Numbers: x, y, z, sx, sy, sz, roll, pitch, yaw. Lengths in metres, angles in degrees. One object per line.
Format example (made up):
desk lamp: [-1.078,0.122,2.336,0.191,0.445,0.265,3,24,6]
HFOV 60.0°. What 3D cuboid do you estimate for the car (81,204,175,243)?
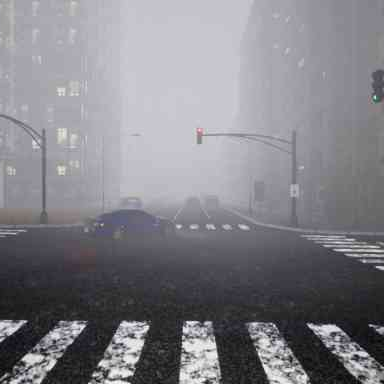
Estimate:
car: [-2.890,1.495,15.816,4.674,1.442,1.812,1,1,-45]

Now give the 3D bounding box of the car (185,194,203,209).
car: [0.140,1.366,46.210,2.097,1.767,4.553,0,0,0]

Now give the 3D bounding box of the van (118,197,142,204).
van: [-5.663,1.347,30.604,1.690,1.788,3.998,0,0,0]

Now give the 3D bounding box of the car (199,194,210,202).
car: [2.756,1.349,75.005,2.192,1.841,5.009,0,0,0]

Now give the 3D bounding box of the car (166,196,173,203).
car: [-5.629,1.469,69.461,1.967,1.590,4.097,0,0,0]

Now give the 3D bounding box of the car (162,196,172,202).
car: [-5.624,1.559,74.841,1.752,1.417,4.829,0,0,0]

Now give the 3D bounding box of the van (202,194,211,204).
van: [2.747,1.366,63.904,1.690,1.788,3.998,0,0,0]

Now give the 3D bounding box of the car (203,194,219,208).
car: [2.732,1.330,47.251,2.192,1.841,5.009,0,0,0]

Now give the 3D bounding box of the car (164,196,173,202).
car: [-5.619,1.590,80.563,2.008,1.369,4.403,0,0,0]

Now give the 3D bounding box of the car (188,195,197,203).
car: [0.151,1.508,70.372,1.882,1.535,5.008,0,0,0]

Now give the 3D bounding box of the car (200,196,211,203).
car: [2.752,1.580,69.454,2.008,1.369,4.403,0,0,0]

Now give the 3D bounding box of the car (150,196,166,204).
car: [-5.643,1.543,52.638,1.752,1.417,4.829,0,0,0]
